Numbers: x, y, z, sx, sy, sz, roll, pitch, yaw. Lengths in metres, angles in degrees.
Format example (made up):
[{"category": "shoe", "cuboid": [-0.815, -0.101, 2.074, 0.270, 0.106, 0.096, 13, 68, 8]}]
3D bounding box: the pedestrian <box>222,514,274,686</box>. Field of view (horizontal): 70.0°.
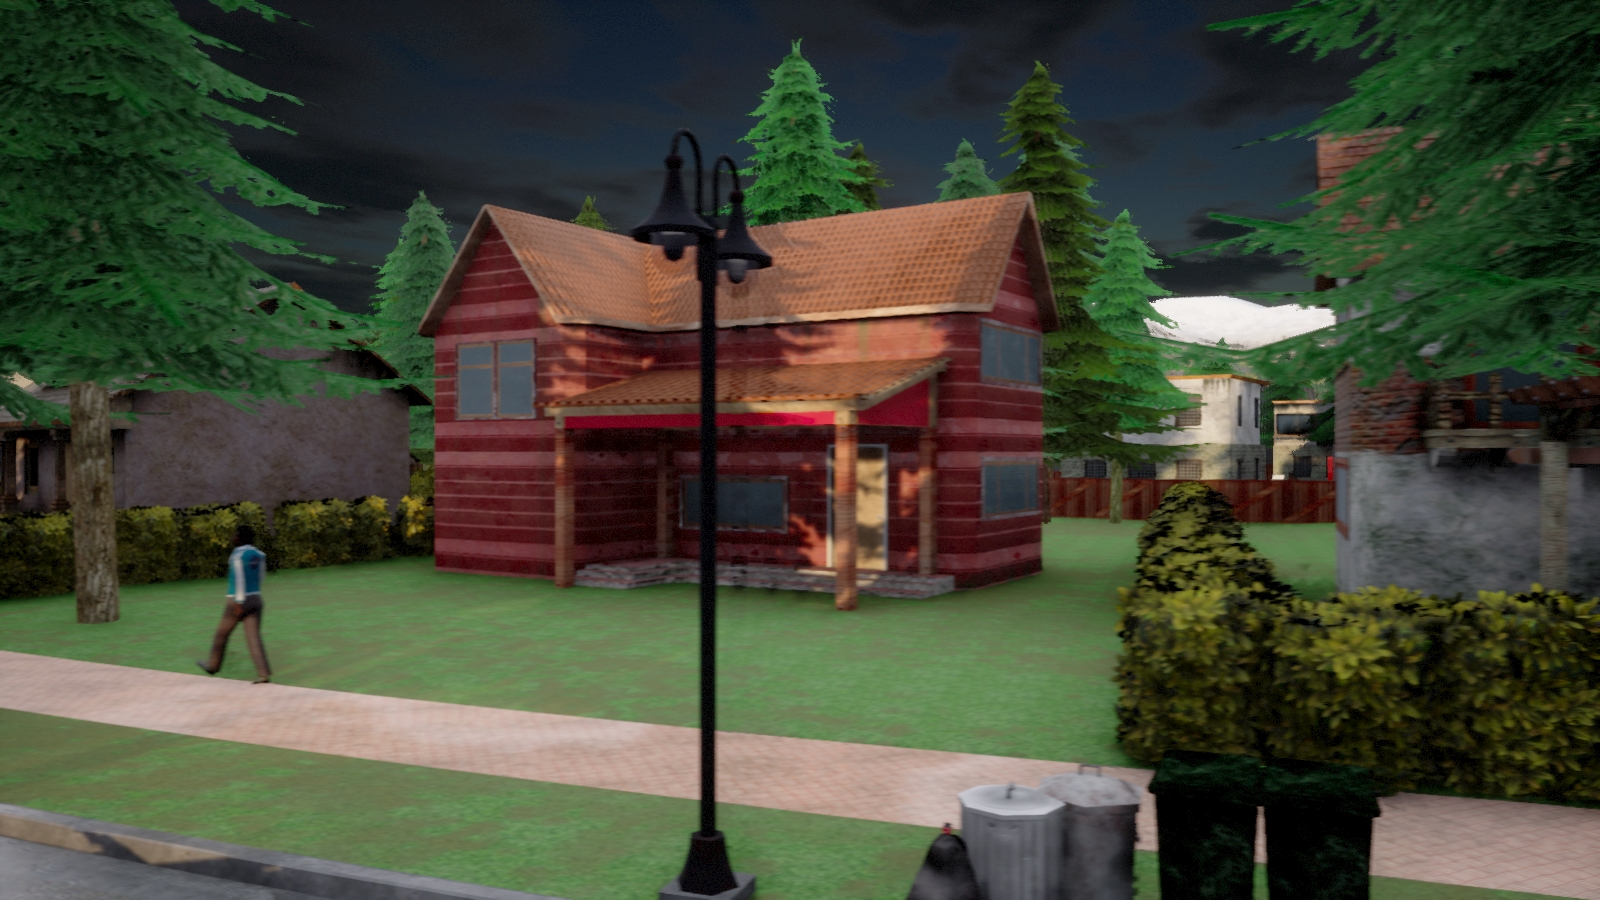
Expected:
[{"category": "pedestrian", "cuboid": [-6.190, 1.666, 12.814, 0.375, 1.860, 0.375, 0, 0, 26]}]
